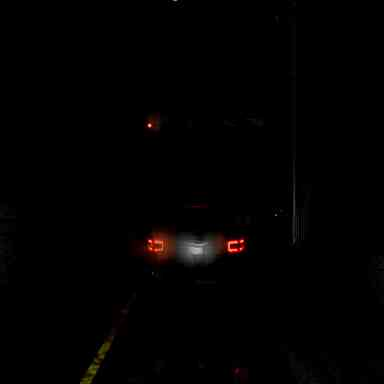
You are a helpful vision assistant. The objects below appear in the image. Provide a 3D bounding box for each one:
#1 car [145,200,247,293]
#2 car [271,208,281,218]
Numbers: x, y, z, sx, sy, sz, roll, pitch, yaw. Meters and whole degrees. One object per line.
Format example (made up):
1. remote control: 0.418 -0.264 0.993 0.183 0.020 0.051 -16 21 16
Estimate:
1. car: 0.080 1.222 9.021 2.150 2.045 5.566 0 0 0
2. car: 9.050 1.587 27.643 4.718 1.301 1.895 0 0 -10
